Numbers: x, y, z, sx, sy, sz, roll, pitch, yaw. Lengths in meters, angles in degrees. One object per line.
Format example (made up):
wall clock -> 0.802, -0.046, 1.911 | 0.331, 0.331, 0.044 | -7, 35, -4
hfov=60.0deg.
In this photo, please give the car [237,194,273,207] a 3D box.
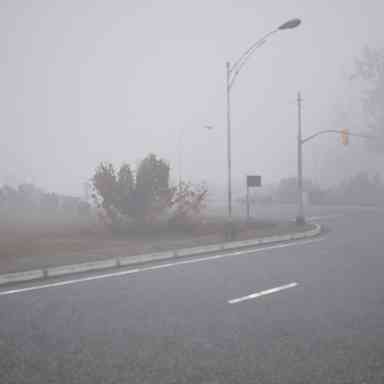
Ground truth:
car -> 7.594, 0.953, 40.754 | 2.128, 1.511, 4.902 | -1, 1, -39
